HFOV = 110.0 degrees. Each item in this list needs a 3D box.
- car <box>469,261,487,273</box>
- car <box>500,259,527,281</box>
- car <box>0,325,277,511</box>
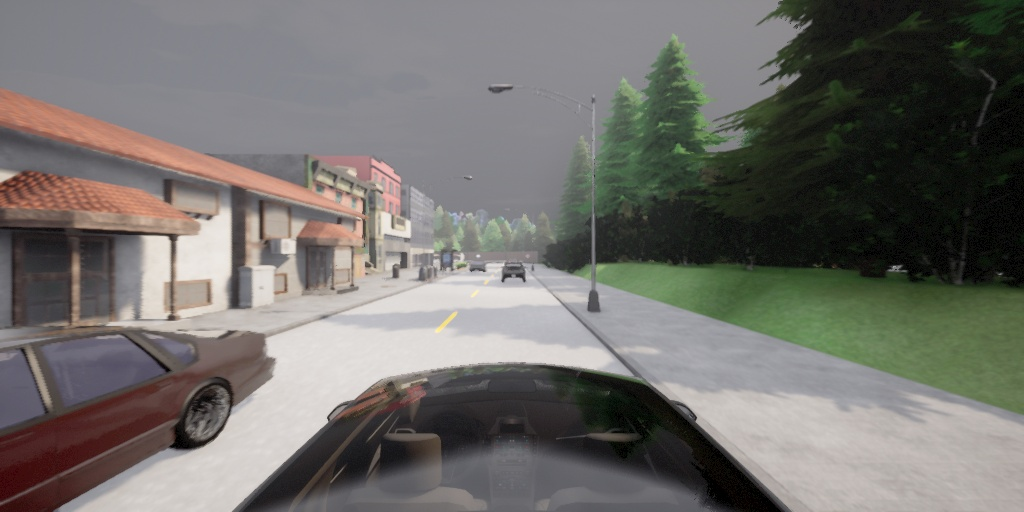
[{"bbox_3d":[-4.049,1.294,43.632,2.033,1.411,5.357,0,0,0],"label":"car"},{"bbox_3d":[0.127,1.250,29.540,1.837,1.490,4.892,0,-1,0],"label":"car"},{"bbox_3d":[-4.100,1.298,2.464,2.033,1.411,5.357,0,0,0],"label":"car"}]
